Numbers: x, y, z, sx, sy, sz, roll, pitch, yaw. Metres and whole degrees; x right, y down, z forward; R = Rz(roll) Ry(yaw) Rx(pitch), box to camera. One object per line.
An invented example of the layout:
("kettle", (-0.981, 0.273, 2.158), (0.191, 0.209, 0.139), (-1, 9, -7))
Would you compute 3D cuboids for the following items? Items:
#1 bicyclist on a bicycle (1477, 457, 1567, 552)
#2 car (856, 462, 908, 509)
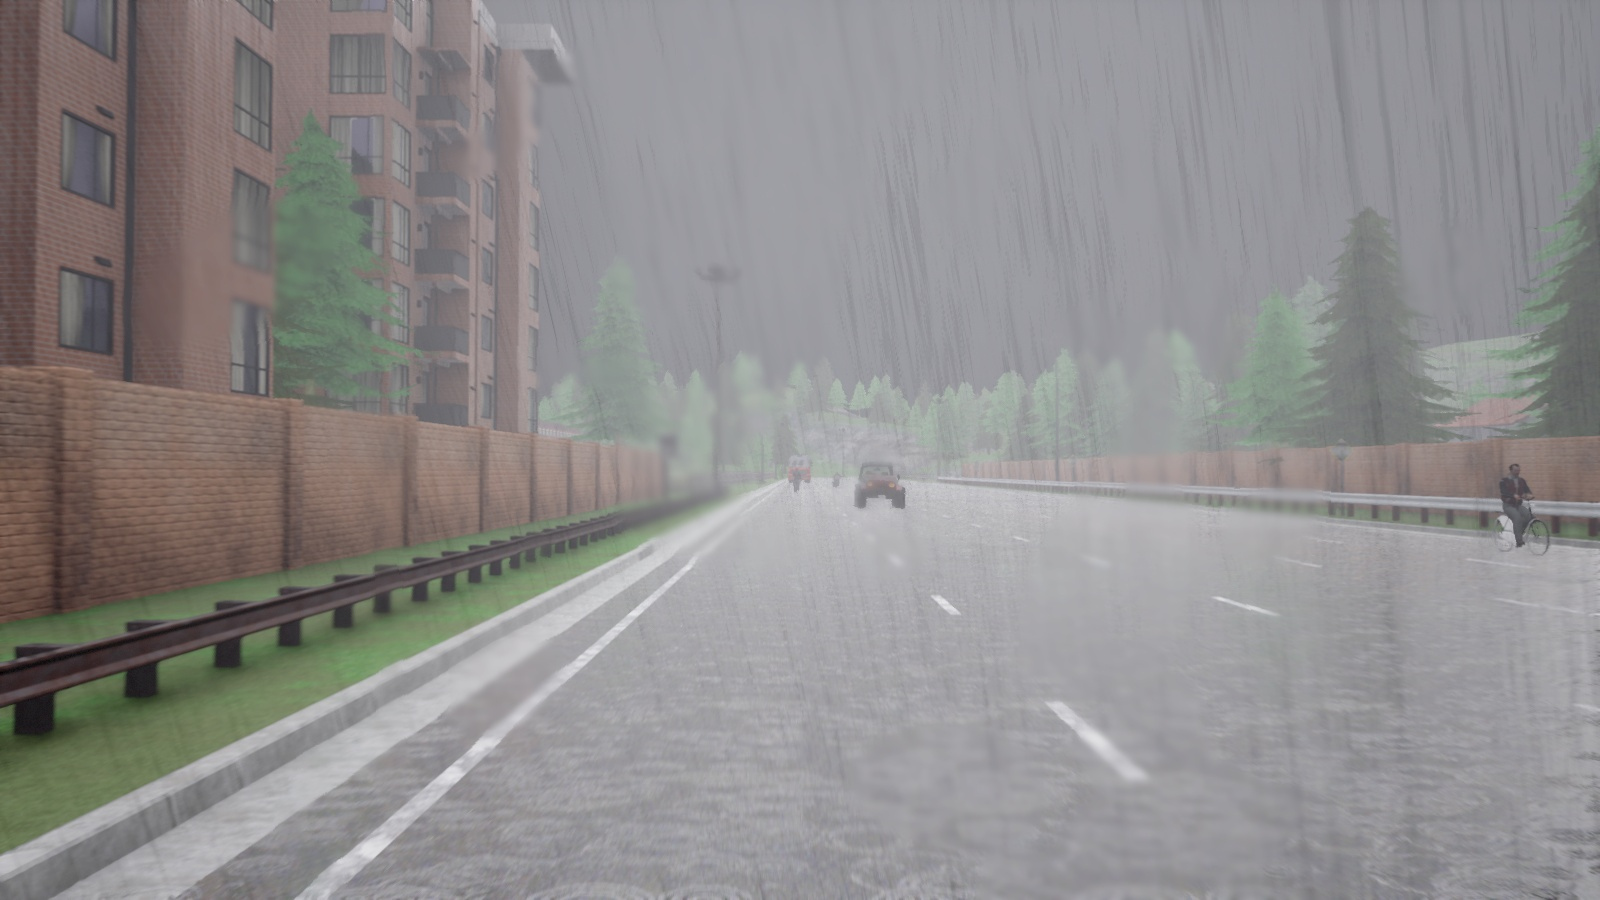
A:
("bicyclist on a bicycle", (13.940, 1.036, 24.308), (0.659, 1.776, 1.843), (0, -1, 0))
("car", (3.371, 1.473, 52.393), (1.905, 1.878, 3.866), (0, -1, 0))
